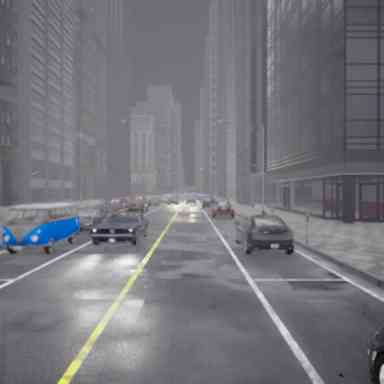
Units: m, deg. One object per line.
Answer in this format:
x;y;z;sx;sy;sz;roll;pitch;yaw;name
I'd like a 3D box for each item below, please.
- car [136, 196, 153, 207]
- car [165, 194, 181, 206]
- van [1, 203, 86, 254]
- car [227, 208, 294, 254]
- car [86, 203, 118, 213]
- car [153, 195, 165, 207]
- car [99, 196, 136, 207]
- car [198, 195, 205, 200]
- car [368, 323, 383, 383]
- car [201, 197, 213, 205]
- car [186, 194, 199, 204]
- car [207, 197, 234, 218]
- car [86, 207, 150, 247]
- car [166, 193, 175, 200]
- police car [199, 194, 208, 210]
-5.854;1.317;35.709;2.192;1.841;5.009;0;0;0;car
-3.194;1.555;56.199;2.033;1.411;5.357;0;0;0;car
-5.799;1.338;13.146;1.690;1.788;3.998;0;0;0;van
2.727;1.549;13.173;2.008;1.369;4.403;0;0;0;car
-5.812;1.548;18.786;2.008;1.369;4.403;0;0;0;car
-5.893;1.572;52.631;1.947;1.339;4.313;0;0;0;car
-5.826;1.314;24.427;2.192;1.841;5.009;0;0;0;car
2.536;1.600;92.141;1.802;1.307;4.206;0;0;0;car
2.755;1.551;1.892;2.008;1.369;4.403;0;0;0;car
2.618;1.554;58.297;1.887;1.381;4.507;0;0;0;car
-0.150;1.557;61.604;2.033;1.411;5.357;0;0;0;car
2.686;1.441;30.094;1.967;1.590;4.097;0;0;0;car
-3.138;1.599;15.282;1.895;1.301;4.718;0;0;0;car
-5.990;1.332;92.117;2.192;1.841;5.009;0;0;0;car
2.259;1.430;43.870;1.930;1.638;5.238;0;0;0;police car
